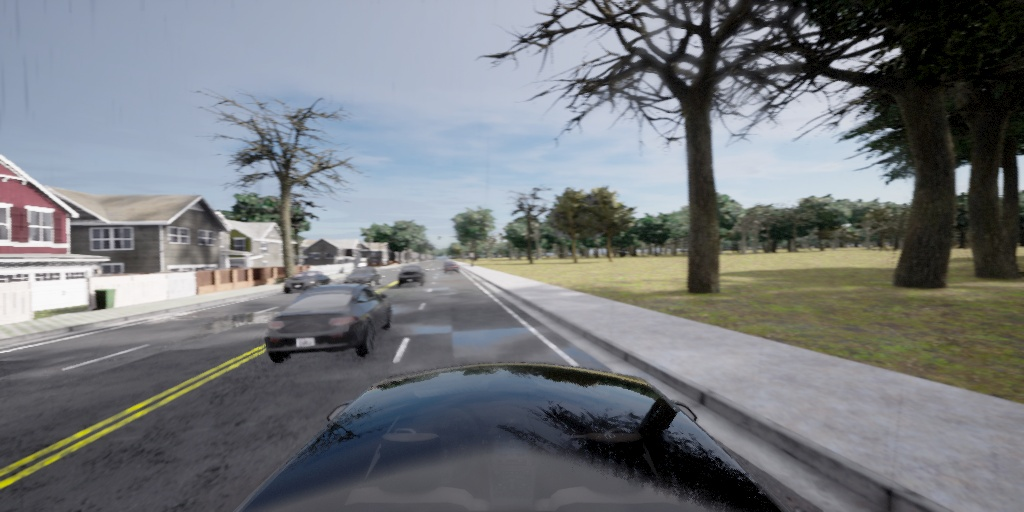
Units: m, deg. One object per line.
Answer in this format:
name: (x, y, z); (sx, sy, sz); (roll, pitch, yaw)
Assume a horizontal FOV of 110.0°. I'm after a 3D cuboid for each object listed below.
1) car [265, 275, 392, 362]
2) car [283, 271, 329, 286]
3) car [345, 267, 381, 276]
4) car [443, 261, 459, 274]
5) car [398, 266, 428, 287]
car: (-4.139, 1.399, 8.707); (1.812, 1.442, 4.674); (-2, 0, -11)
car: (-13.889, 1.724, 24.567); (1.994, 1.385, 4.181); (-2, 0, -10)
car: (-10.954, 1.582, 26.540); (1.837, 1.490, 4.892); (-2, 0, -10)
car: (-7.860, 1.487, 46.563); (2.128, 1.511, 4.902); (-2, 0, -11)
car: (-7.662, 1.489, 27.697); (1.837, 1.490, 4.892); (-2, 0, -11)
